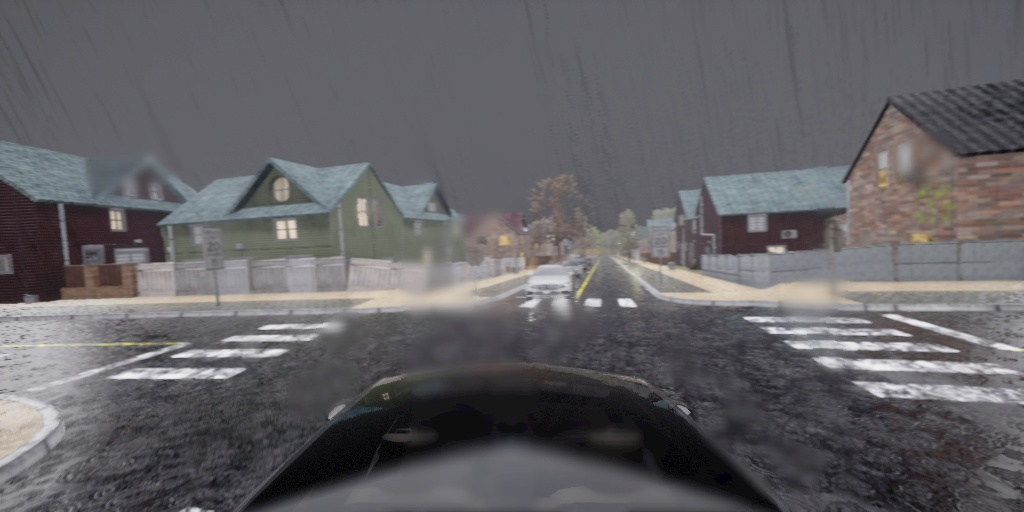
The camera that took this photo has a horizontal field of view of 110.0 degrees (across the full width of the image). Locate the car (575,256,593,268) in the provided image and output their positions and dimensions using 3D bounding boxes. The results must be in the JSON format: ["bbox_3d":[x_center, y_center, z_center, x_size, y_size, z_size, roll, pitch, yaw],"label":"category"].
[{"bbox_3d":[9.704,0.745,48.136,1.994,1.385,4.181,-2,0,15],"label":"car"}]

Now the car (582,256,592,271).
[{"bbox_3d":[7.158,0.847,38.413,2.033,1.411,5.357,-2,0,14],"label":"car"}]

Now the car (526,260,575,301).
[{"bbox_3d":[1.772,1.102,16.194,1.812,1.442,4.674,-2,0,10],"label":"car"}]

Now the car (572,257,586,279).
[{"bbox_3d":[4.431,1.033,27.827,1.895,1.301,4.718,-2,0,15],"label":"car"}]
